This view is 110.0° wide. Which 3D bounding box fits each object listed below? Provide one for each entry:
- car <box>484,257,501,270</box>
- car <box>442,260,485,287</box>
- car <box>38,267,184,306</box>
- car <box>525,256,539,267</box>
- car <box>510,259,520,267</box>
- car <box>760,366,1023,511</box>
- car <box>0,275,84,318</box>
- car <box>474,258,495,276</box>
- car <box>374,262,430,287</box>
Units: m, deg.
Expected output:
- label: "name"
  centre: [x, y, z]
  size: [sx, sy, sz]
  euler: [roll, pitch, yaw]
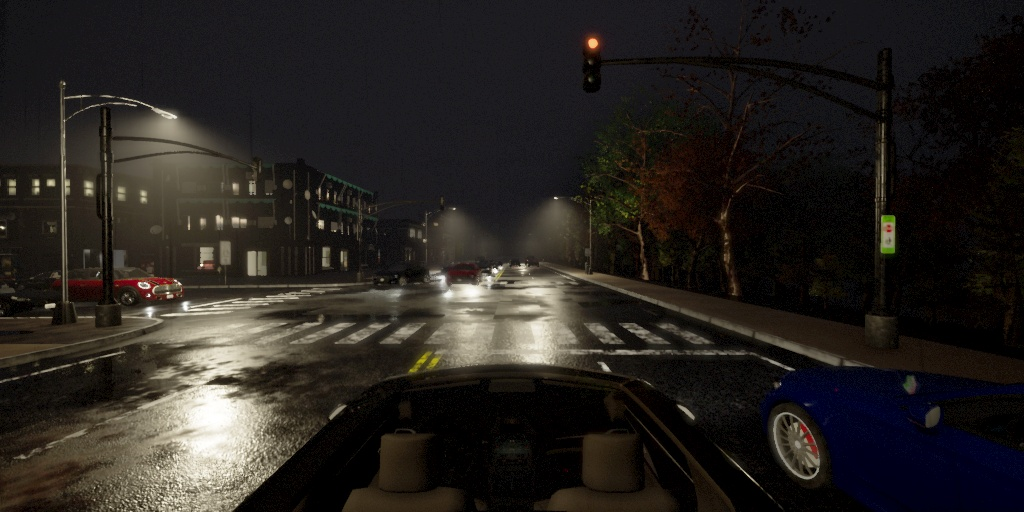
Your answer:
- label: "car"
  centre: [-2.956, 1.239, 51.465]
  size: [1.837, 1.490, 4.892]
  euler: [0, -1, 1]
- label: "car"
  centre: [-3.175, 1.221, 24.404]
  size: [1.882, 1.535, 5.008]
  euler: [0, 0, 1]
- label: "car"
  centre: [-17.994, 1.302, 16.484]
  size: [4.553, 1.767, 2.097]
  euler: [-1, 1, 0]
- label: "car"
  centre: [3.835, 1.203, 64.653]
  size: [1.882, 1.535, 5.008]
  euler: [0, 0, 1]
- label: "car"
  centre: [0.585, 1.230, 64.812]
  size: [1.837, 1.490, 4.892]
  euler: [0, 0, 0]
- label: "car"
  centre: [3.355, 1.276, 1.587]
  size: [1.812, 1.442, 4.674]
  euler: [0, 0, 1]
- label: "car"
  centre: [-19.858, 1.565, 13.767]
  size: [4.313, 1.339, 1.948]
  euler: [0, 0, 1]
- label: "car"
  centre: [-3.070, 1.264, 37.793]
  size: [1.812, 1.442, 4.674]
  euler: [0, 0, 0]
- label: "car"
  centre: [-7.434, 1.222, 24.683]
  size: [1.882, 1.535, 5.008]
  euler: [0, 0, 15]
